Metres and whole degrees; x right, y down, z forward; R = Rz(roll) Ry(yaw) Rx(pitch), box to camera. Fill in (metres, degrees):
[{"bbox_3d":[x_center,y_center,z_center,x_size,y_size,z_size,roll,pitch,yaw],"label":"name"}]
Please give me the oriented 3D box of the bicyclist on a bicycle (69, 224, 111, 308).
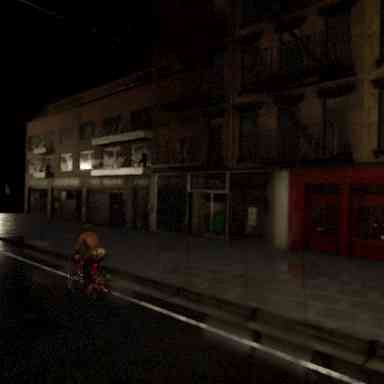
[{"bbox_3d":[-2.171,1.507,6.991,1.656,1.620,0.582,0,-1,43],"label":"bicyclist on a bicycle"}]
